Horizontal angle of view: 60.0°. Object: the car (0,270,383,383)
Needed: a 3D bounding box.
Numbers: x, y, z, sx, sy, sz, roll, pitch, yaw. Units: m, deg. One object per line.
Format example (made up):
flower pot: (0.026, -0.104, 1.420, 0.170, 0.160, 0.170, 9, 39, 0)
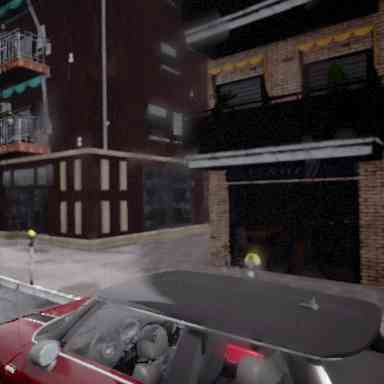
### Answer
car: (-0.270, 1.455, 2.926, 4.097, 1.590, 1.967, -1, -1, 36)
